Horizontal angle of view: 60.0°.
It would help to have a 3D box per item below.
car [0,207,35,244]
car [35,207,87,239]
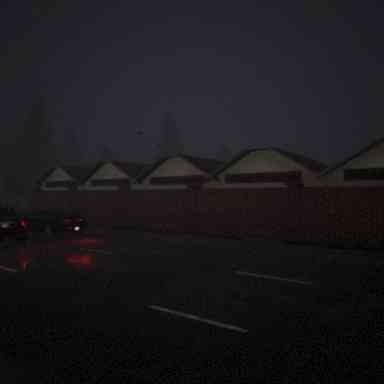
[{"bbox_3d":[-9.483,1.436,15.061,4.553,1.767,2.097,0,0,36],"label":"car"},{"bbox_3d":[-7.750,1.591,18.126,4.892,1.490,1.837,0,0,36],"label":"car"}]
